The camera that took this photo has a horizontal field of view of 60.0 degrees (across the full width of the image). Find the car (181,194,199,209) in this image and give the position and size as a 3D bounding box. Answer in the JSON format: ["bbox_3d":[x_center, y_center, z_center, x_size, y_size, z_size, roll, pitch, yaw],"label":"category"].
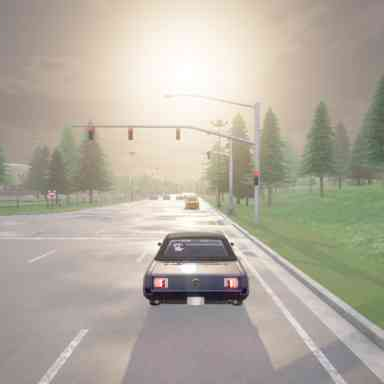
[{"bbox_3d":[-0.108,1.103,46.080,1.882,1.535,5.008,-3,16,-5],"label":"car"}]

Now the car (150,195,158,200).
[{"bbox_3d":[-10.393,1.540,91.115,2.033,1.411,5.357,0,0,0],"label":"car"}]

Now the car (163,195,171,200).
[{"bbox_3d":[-6.893,1.540,91.111,2.033,1.411,5.357,0,0,0],"label":"car"}]

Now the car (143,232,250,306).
[{"bbox_3d":[0.088,1.601,7.982,1.895,1.301,4.718,0,0,0],"label":"car"}]

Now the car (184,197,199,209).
[{"bbox_3d":[-0.062,1.577,49.650,2.033,1.411,5.357,0,1,2],"label":"car"}]

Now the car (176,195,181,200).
[{"bbox_3d":[-3.393,1.553,91.107,1.994,1.385,4.181,0,0,0],"label":"car"}]
